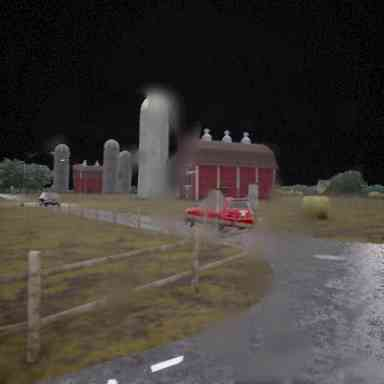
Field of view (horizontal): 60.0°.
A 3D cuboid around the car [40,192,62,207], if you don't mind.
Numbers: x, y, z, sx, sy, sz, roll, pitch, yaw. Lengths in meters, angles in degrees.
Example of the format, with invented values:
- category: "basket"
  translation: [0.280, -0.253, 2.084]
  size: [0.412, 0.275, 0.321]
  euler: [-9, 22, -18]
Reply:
- category: "car"
  translation: [-20.620, 1.100, 48.467]
  size: [2.150, 2.045, 5.566]
  euler: [3, -1, -35]

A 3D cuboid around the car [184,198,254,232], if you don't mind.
- category: "car"
  translation: [1.598, 1.387, 21.523]
  size: [2.150, 2.045, 5.566]
  euler: [2, -1, -31]
